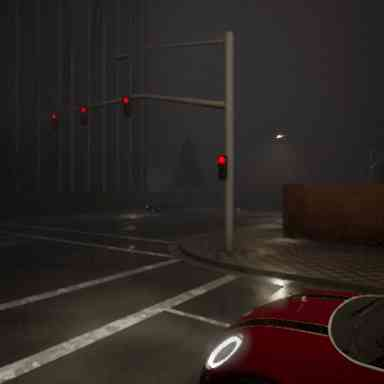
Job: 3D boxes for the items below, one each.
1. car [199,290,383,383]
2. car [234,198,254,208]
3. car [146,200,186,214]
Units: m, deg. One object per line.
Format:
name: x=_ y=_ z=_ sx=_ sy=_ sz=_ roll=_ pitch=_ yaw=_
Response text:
car: x=2.249 y=1.353 z=2.354 sx=4.553 sy=1.767 sz=2.097 roll=0 pitch=0 yaw=36
car: x=7.315 y=1.577 z=49.277 sx=1.895 sy=1.301 sz=4.718 roll=0 pitch=0 yaw=35
car: x=-2.731 y=1.570 z=35.224 sx=1.895 sy=1.301 sz=4.718 roll=0 pitch=0 yaw=35
